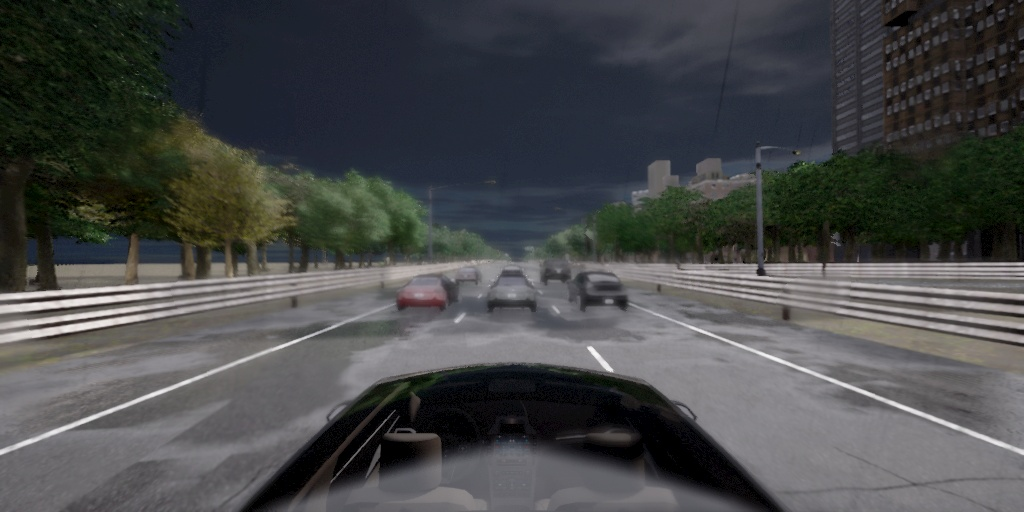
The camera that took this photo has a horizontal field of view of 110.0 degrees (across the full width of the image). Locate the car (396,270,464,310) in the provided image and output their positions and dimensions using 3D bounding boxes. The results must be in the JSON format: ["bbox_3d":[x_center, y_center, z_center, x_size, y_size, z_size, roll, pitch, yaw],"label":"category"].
[{"bbox_3d":[-3.476,1.460,15.477,1.994,1.385,4.181,0,-1,0],"label":"car"}]

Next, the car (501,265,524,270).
[{"bbox_3d":[0.029,1.527,31.086,1.882,1.535,5.008,0,0,0],"label":"car"}]

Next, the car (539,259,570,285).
[{"bbox_3d":[3.513,1.260,29.412,2.150,2.045,5.566,0,0,0],"label":"car"}]

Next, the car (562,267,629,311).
[{"bbox_3d":[3.522,1.401,15.337,1.837,1.490,4.892,0,0,0],"label":"car"}]

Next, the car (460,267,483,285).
[{"bbox_3d":[-3.487,1.582,29.366,2.033,1.411,5.357,0,-1,0],"label":"car"}]

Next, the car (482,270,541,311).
[{"bbox_3d":[0.019,1.458,15.294,1.994,1.385,4.181,0,-1,1],"label":"car"}]
